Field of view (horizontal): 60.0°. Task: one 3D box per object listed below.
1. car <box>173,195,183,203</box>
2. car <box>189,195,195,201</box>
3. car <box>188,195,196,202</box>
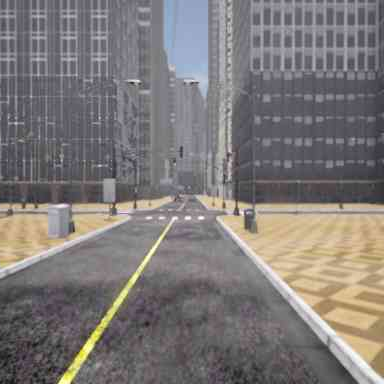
[{"bbox_3d":[-3.002,1.487,71.115,1.837,1.490,4.892,0,0,0],"label":"car"},{"bbox_3d":[-0.003,1.512,89.033,1.812,1.442,4.674,0,0,0],"label":"car"},{"bbox_3d":[-0.002,1.531,78.616,2.033,1.411,5.357,0,0,0],"label":"car"}]
